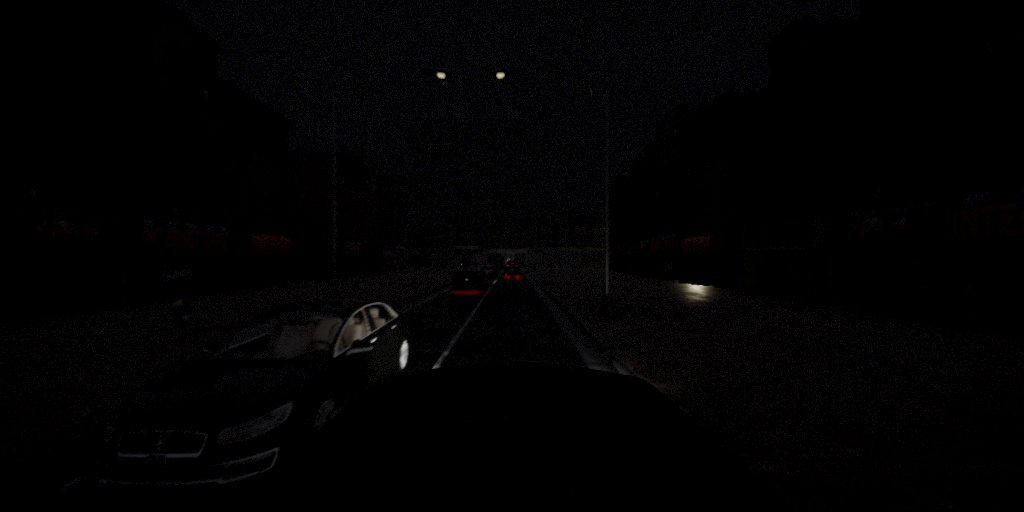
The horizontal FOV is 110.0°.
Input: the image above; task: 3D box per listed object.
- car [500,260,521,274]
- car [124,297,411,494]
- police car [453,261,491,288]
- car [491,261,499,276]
[{"bbox_3d":[0.054,1.323,43.016,2.128,1.511,4.902,0,0,1],"label":"car"},{"bbox_3d":[-2.636,1.307,4.840,2.007,1.370,4.403,0,0,0],"label":"car"},{"bbox_3d":[-2.743,1.220,24.303,1.930,1.638,5.238,0,0,0],"label":"police car"},{"bbox_3d":[-2.627,1.402,37.553,1.802,1.307,4.207,0,0,0],"label":"car"}]
